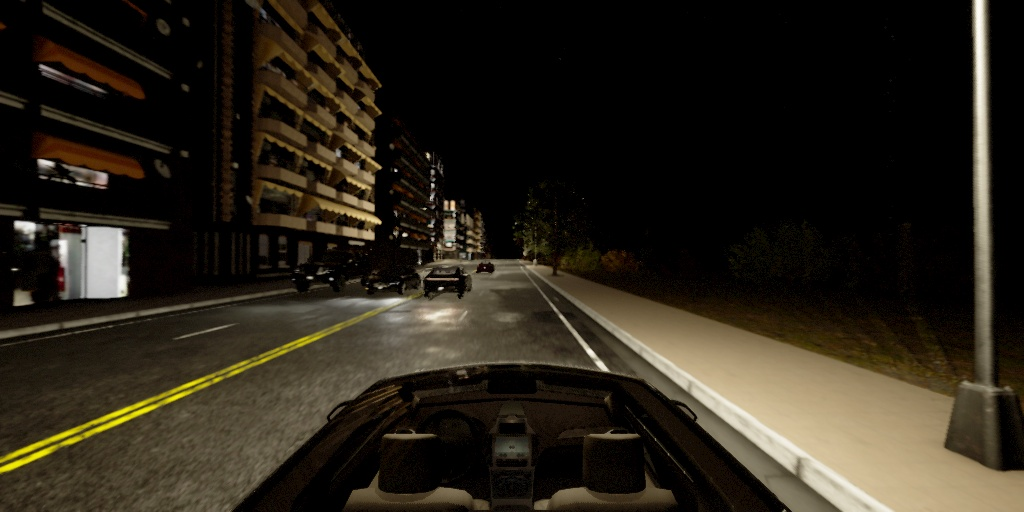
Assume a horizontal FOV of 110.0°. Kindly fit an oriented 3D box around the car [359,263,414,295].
[{"bbox_3d":[-6.499,1.310,20.087,1.837,1.490,4.892,0,0,0],"label":"car"}]

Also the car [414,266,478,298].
[{"bbox_3d":[-3.148,1.241,18.297,2.128,1.511,4.902,0,0,0],"label":"car"}]

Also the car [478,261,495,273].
[{"bbox_3d":[-3.148,1.313,43.391,1.994,1.385,4.181,0,0,0],"label":"car"}]

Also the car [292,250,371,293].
[{"bbox_3d":[-9.749,0.692,20.059,2.150,2.045,5.566,0,0,0],"label":"car"}]
